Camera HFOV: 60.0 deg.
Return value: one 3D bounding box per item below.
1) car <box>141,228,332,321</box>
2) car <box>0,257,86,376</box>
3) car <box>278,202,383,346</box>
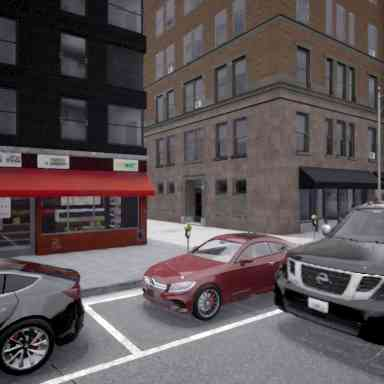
[{"bbox_3d":[0.954,1.582,7.218,4.206,1.307,1.802,0,0,-36],"label":"car"},{"bbox_3d":[-3.523,1.566,4.022,4.313,1.339,1.947,0,0,-36],"label":"car"},{"bbox_3d":[4.003,1.222,6.236,5.566,2.045,2.150,0,0,-35],"label":"car"}]
